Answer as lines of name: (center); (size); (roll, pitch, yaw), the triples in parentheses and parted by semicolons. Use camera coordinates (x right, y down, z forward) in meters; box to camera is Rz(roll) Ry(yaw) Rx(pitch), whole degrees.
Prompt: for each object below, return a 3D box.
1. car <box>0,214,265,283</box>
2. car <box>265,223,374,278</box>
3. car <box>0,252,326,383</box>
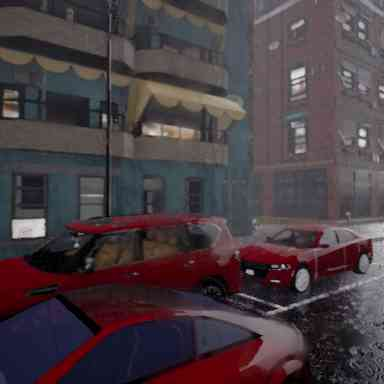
car: (-1.343, 1.362, 5.589); (5.009, 1.841, 2.192); (0, 1, -37)
car: (3.128, 1.564, 8.915); (4.507, 1.381, 1.887); (0, 1, -37)
car: (-0.852, 1.593, 2.744); (4.181, 1.385, 1.994); (0, 0, -37)
